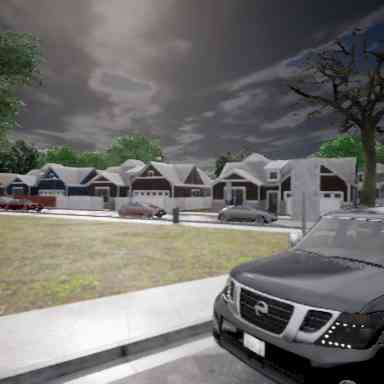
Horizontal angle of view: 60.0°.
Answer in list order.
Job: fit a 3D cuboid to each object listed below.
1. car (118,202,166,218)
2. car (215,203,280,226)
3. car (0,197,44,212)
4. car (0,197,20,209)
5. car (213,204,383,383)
[{"bbox_3d":[-4.284,1.513,28.440,4.181,1.385,1.994,1,0,29],"label":"car"},{"bbox_3d":[3.955,1.573,23.799,4.181,1.385,1.994,0,0,30],"label":"car"},{"bbox_3d":[-18.162,1.455,35.788,4.718,1.301,1.895,0,0,28],"label":"car"},{"bbox_3d":[-24.118,1.353,42.165,4.674,1.442,1.812,0,0,28],"label":"car"},{"bbox_3d":[2.966,1.248,4.966,5.566,2.045,2.150,0,0,-33],"label":"car"}]
